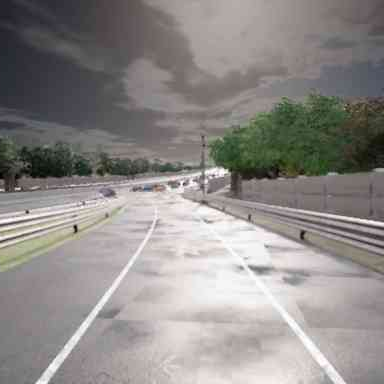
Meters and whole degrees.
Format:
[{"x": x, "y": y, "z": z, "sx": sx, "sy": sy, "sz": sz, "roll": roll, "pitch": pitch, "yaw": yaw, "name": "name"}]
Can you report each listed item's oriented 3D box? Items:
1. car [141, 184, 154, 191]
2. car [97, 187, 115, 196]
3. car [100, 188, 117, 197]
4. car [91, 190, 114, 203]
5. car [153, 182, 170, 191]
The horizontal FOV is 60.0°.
[{"x": -11.977, "y": -1.265, "z": 94.177, "sx": 2.097, "sy": 1.767, "sz": 4.553, "roll": 1, "pitch": 3, "yaw": 10, "name": "car"}, {"x": -19.114, "y": -0.201, "z": 74.275, "sx": 2.097, "sy": 1.767, "sz": 4.553, "roll": 1, "pitch": 3, "yaw": 10, "name": "car"}, {"x": -16.923, "y": 0.396, "z": 66.653, "sx": 2.033, "sy": 1.411, "sz": 5.357, "roll": 1, "pitch": 3, "yaw": 10, "name": "car"}, {"x": -15.265, "y": 0.945, "z": 55.866, "sx": 1.812, "sy": 1.442, "sz": 4.674, "roll": 1, "pitch": 3, "yaw": 10, "name": "car"}, {"x": -8.526, "y": -1.234, "z": 93.592, "sx": 2.097, "sy": 1.767, "sz": 4.553, "roll": 1, "pitch": 3, "yaw": 10, "name": "car"}]
